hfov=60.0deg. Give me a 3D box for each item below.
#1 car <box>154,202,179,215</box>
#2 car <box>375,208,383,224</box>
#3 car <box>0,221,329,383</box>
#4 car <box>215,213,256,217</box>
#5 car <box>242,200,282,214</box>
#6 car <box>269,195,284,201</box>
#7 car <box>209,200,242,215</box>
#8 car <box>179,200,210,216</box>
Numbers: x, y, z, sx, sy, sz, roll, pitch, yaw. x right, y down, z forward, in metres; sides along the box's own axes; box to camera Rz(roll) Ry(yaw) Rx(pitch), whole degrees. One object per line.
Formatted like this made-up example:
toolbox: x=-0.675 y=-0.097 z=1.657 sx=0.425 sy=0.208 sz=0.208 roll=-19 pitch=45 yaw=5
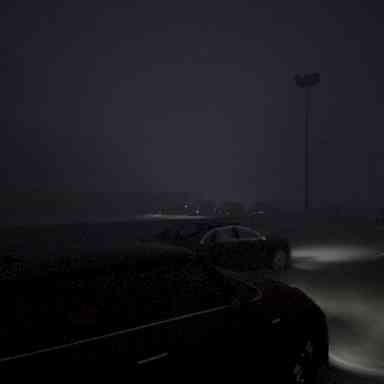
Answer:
car: x=-1.972 y=1.795 z=37.774 sx=2.033 sy=1.411 sz=5.357 roll=0 pitch=0 yaw=33
car: x=15.995 y=1.920 z=26.767 sx=1.895 sy=1.301 sz=4.718 roll=0 pitch=0 yaw=33
car: x=-0.471 y=1.375 z=3.722 sx=4.553 sy=1.767 sz=2.097 roll=1 pitch=0 yaw=-37
car: x=0.816 y=1.562 z=9.243 sx=4.902 sy=1.511 sz=2.128 roll=1 pitch=0 yaw=-40
car: x=6.952 y=1.789 z=32.462 sx=1.837 sy=1.490 sz=4.892 roll=1 pitch=0 yaw=32
car: x=17.989 y=1.616 z=71.355 sx=2.150 sy=2.045 sz=5.566 roll=0 pitch=0 yaw=-1
car: x=4.038 y=1.778 z=34.393 sx=1.837 sy=1.490 sz=4.892 roll=1 pitch=0 yaw=32
car: x=0.962 y=1.612 z=36.073 sx=2.097 sy=1.767 sz=4.553 roll=0 pitch=-1 yaw=32
